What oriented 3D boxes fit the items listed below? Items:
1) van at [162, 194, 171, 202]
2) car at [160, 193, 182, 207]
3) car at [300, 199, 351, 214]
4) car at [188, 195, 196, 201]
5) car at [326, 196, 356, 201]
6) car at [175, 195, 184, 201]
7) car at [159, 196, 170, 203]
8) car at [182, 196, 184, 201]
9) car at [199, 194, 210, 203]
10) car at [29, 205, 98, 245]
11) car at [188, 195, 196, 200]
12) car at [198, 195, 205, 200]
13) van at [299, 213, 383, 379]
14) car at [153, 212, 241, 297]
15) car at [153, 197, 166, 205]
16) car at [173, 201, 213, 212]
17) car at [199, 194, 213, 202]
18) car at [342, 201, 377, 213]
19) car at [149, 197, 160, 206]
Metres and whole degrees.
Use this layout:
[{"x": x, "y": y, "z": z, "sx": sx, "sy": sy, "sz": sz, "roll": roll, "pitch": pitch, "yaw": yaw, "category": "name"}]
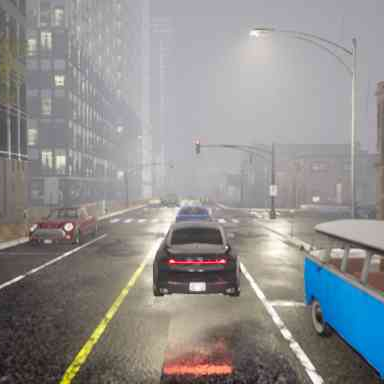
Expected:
[{"x": -5.707, "y": 1.307, "z": 75.678, "sx": 1.690, "sy": 1.788, "sz": 3.998, "roll": -1, "pitch": 0, "yaw": 0, "category": "van"}, {"x": -3.123, "y": 1.190, "z": 51.269, "sx": 2.150, "sy": 2.045, "sz": 5.566, "roll": 0, "pitch": 1, "yaw": 1, "category": "car"}, {"x": 14.164, "y": 1.708, "z": 35.841, "sx": 4.718, "sy": 1.301, "sz": 1.895, "roll": 1, "pitch": 1, "yaw": 0, "category": "car"}, {"x": -0.037, "y": 1.463, "z": 79.624, "sx": 1.837, "sy": 1.490, "sz": 4.892, "roll": 0, "pitch": 0, "yaw": 0, "category": "car"}, {"x": 16.508, "y": 1.402, "z": 38.413, "sx": 5.009, "sy": 1.841, "sz": 2.192, "roll": 1, "pitch": 0, "yaw": 1, "category": "car"}, {"x": -3.037, "y": 1.477, "z": 81.805, "sx": 2.128, "sy": 1.511, "sz": 4.902, "roll": 0, "pitch": 0, "yaw": 0, "category": "car"}, {"x": -5.701, "y": 1.534, "z": 70.035, "sx": 1.947, "sy": 1.339, "sz": 4.313, "roll": -1, "pitch": 0, "yaw": 0, "category": "car"}, {"x": -3.032, "y": 1.446, "z": 69.298, "sx": 1.882, "sy": 1.535, "sz": 5.008, "roll": 0, "pitch": 0, "yaw": 0, "category": "car"}, {"x": 2.642, "y": 1.283, "z": 69.983, "sx": 2.192, "sy": 1.841, "sz": 5.009, "roll": -1, "pitch": 0, "yaw": 0, "category": "car"}, {"x": -5.711, "y": 1.432, "z": 15.154, "sx": 1.967, "sy": 1.590, "sz": 4.097, "roll": -1, "pitch": 0, "yaw": 0, "category": "car"}, {"x": -0.042, "y": 1.421, "z": 90.037, "sx": 2.033, "sy": 1.411, "sz": 5.357, "roll": 0, "pitch": 0, "yaw": 0, "category": "car"}, {"x": 2.636, "y": 1.510, "z": 92.560, "sx": 2.008, "sy": 1.369, "sz": 4.403, "roll": -1, "pitch": 0, "yaw": 0, "category": "car"}, {"x": 2.673, "y": 1.339, "z": 4.074, "sx": 1.690, "sy": 1.788, "sz": 3.998, "roll": -1, "pitch": 0, "yaw": 0, "category": "van"}, {"x": 0.094, "y": 1.500, "z": 8.558, "sx": 1.837, "sy": 1.490, "sz": 4.892, "roll": 0, "pitch": 0, "yaw": 0, "category": "car"}, {"x": -5.696, "y": 1.538, "z": 58.745, "sx": 1.947, "sy": 1.339, "sz": 4.313, "roll": -1, "pitch": 0, "yaw": 0, "category": "car"}, {"x": 0.083, "y": 1.468, "z": 18.046, "sx": 1.882, "sy": 1.535, "sz": 5.008, "roll": 0, "pitch": 0, "yaw": 0, "category": "car"}, {"x": 2.649, "y": 1.412, "z": 58.695, "sx": 1.967, "sy": 1.590, "sz": 4.097, "roll": -1, "pitch": 0, "yaw": 0, "category": "car"}, {"x": 16.403, "y": 1.786, "z": 30.036, "sx": 4.313, "sy": 1.339, "sz": 1.947, "roll": 1, "pitch": 0, "yaw": 1, "category": "car"}, {"x": -5.864, "y": 1.500, "z": 52.932, "sx": 1.752, "sy": 1.417, "sz": 4.829, "roll": -1, "pitch": 0, "yaw": 0, "category": "car"}]
